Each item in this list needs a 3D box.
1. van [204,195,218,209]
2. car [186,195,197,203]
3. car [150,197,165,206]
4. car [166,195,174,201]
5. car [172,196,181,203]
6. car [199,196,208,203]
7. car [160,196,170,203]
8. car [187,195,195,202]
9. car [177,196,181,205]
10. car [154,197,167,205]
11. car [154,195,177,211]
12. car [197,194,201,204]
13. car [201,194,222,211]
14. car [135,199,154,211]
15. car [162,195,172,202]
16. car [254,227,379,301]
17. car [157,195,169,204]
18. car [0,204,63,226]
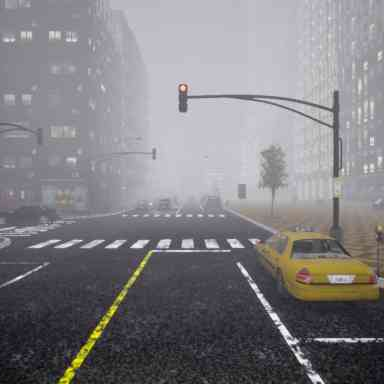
[{"bbox_3d":[2.552,1.364,46.033,1.690,1.788,3.998,0,0,0],"label":"van"},{"bbox_3d":[-0.202,1.612,69.692,1.994,1.385,4.181,0,0,0],"label":"car"},{"bbox_3d":[-5.859,1.588,57.062,2.008,1.369,4.403,0,0,0],"label":"car"},{"bbox_3d":[-5.954,1.624,90.052,1.752,1.417,4.829,0,0,0],"label":"car"},{"bbox_3d":[-3.204,1.554,70.153,1.837,1.490,4.892,0,0,0],"label":"car"},{"bbox_3d":[2.473,1.611,73.667,1.887,1.381,4.507,0,0,0],"label":"car"},{"bbox_3d":[-5.907,1.648,73.643,1.802,1.307,4.206,0,0,0],"label":"car"},{"bbox_3d":[-0.230,1.469,79.693,1.882,1.535,5.008,0,0,0],"label":"car"},{"bbox_3d":[-3.250,1.531,57.527,2.128,1.511,4.902,0,0,0],"label":"car"},{"bbox_3d":[-5.875,1.592,62.588,1.887,1.381,4.507,0,0,0],"label":"car"},{"bbox_3d":[-3.220,1.521,40.589,1.837,1.490,4.892,0,0,0],"label":"car"},{"bbox_3d":[2.504,1.362,62.613,2.192,1.841,5.009,0,0,0],"label":"car"},{"bbox_3d":[2.568,1.332,40.507,2.192,1.841,5.009,0,0,0],"label":"car"},{"bbox_3d":[-5.810,1.568,40.483,2.008,1.369,4.403,0,0,0],"label":"car"},{"bbox_3d":[-5.924,1.517,79.169,1.967,1.590,4.097,0,0,0],"label":"car"},{"bbox_3d":[2.663,1.526,8.264,1.752,1.417,4.829,0,0,0],"label":"car"},{"bbox_3d":[-5.892,1.497,68.116,1.967,1.590,4.097,0,0,0],"label":"car"},{"bbox_3d":[-12.239,1.678,24.886,4.892,1.490,1.837,-1,2,-6],"label":"car"}]
